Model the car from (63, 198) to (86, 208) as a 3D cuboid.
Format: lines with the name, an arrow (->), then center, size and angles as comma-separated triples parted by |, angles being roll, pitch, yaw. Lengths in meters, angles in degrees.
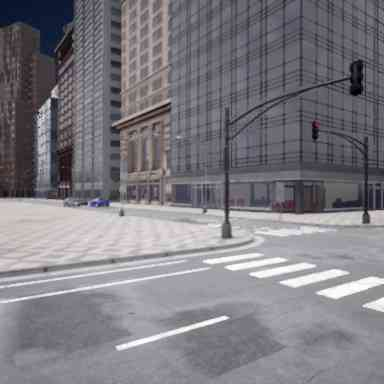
car -> -19.263, 1.668, 53.472 | 2.128, 1.511, 4.902 | 0, 0, -35

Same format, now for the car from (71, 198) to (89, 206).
car -> -20.167, 1.770, 59.968 | 1.994, 1.385, 4.181 | 0, 0, -35

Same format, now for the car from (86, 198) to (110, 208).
car -> -14.403, 1.655, 51.810 | 1.882, 1.535, 5.008 | 0, 0, -35
